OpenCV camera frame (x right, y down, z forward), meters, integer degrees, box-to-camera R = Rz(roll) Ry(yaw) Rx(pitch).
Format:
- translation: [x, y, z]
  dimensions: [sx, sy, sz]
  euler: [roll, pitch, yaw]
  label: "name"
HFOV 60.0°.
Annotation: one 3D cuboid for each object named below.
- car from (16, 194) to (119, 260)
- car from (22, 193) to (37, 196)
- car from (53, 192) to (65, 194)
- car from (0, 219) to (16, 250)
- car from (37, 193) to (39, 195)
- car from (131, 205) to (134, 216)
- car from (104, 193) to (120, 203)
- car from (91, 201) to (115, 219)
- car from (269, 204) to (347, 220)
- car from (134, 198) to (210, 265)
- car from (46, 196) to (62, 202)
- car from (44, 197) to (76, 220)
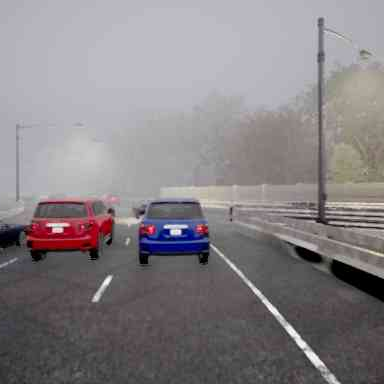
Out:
- translation: [-4.305, 1.225, 12.604]
  dimensions: [2.150, 2.045, 5.566]
  euler: [0, 0, -6]
  label: "car"
- translation: [-36.170, 1.393, 72.324]
  dimensions: [5.008, 1.535, 1.882]
  euler: [0, 0, 45]
  label: "car"
- translation: [-31.119, 1.116, 77.167]
  dimensions: [5.566, 2.045, 2.150]
  euler: [0, 0, 45]
  label: "car"
- translation: [-7.778, 1.616, 12.228]
  dimensions: [1.895, 1.301, 4.718]
  euler: [0, 0, -6]
  label: "car"
- translation: [-33.633, 1.427, 74.735]
  dimensions: [4.674, 1.442, 1.812]
  euler: [0, 0, 45]
  label: "car"
- translation: [-4.246, 1.493, 29.462]
  dimensions: [1.837, 1.490, 4.892]
  euler: [0, 0, -15]
  label: "car"
- translation: [-12.730, 1.192, 51.127]
  dimensions: [2.150, 2.045, 5.566]
  euler: [0, 0, -27]
  label: "car"
- translation: [-8.010, 1.563, 29.925]
  dimensions: [1.994, 1.385, 4.181]
  euler: [0, 0, -16]
  label: "car"
- translation: [7.071, 1.489, 21.576]
  dimensions: [5.357, 1.411, 2.033]
  euler: [0, 0, 43]
  label: "car"
- translation: [-0.713, 1.212, 11.890]
  dimensions: [2.150, 2.045, 5.566]
  euler: [0, 0, -6]
  label: "car"
- translation: [-32.657, 1.635, 78.731]
  dimensions: [4.718, 1.301, 1.895]
  euler: [0, 0, 45]
  label: "car"
- translation: [-11.360, 1.364, 28.930]
  dimensions: [2.097, 1.767, 4.553]
  euler: [0, 0, -15]
  label: "car"
